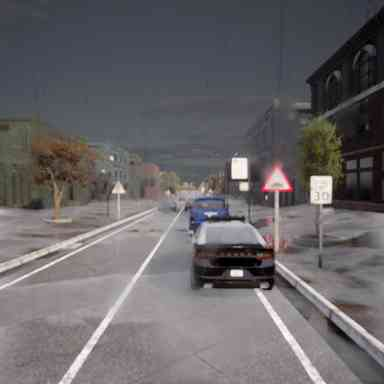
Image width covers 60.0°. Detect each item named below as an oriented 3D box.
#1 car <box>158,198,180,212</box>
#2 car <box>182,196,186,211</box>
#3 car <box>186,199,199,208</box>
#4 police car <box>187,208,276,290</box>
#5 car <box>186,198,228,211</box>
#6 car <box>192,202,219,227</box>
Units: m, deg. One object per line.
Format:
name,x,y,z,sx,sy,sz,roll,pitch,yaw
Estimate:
car,-3.046,1.651,42.376,2.097,1.767,4.553,0,0,0
car,0.083,1.671,45.401,2.097,1.767,4.553,0,0,1
car,0.072,1.934,57.797,2.033,1.411,5.357,0,0,0
police car,0.910,1.459,9.313,1.930,1.638,5.238,0,0,0
car,0.922,1.341,19.234,2.150,2.045,5.566,0,0,0
car,0.930,1.624,25.394,1.801,1.575,5.366,0,0,0
